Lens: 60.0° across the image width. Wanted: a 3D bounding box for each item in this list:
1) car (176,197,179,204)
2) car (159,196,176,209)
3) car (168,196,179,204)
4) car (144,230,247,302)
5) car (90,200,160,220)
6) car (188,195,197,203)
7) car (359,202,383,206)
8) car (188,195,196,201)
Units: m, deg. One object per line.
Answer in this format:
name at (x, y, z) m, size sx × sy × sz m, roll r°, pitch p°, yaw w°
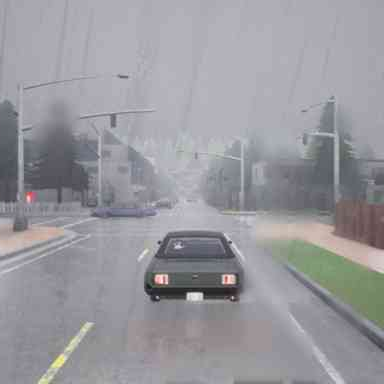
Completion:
car at (-3.578, 1.492, 54.062) m, size 1.837 × 1.490 × 4.892 m, roll 0°, pitch 0°, yaw 0°
car at (-3.585, 1.467, 44.101) m, size 1.882 × 1.535 × 5.008 m, roll 0°, pitch 0°, yaw 0°
car at (-3.543, 1.549, 64.125) m, size 1.994 × 1.385 × 4.181 m, roll 0°, pitch 0°, yaw 0°
car at (0.070, 1.599, 8.225) m, size 1.895 × 1.301 × 4.718 m, roll 0°, pitch 0°, yaw 0°
car at (-5.560, 1.545, 27.602) m, size 5.357 × 1.411 × 2.033 m, roll 0°, pitch 0°, yaw -3°
car at (0.018, 1.578, 71.456) m, size 1.895 × 1.301 × 4.718 m, roll 0°, pitch 0°, yaw 0°
car at (15.304, 1.574, 29.288) m, size 4.718 × 1.301 × 1.895 m, roll 0°, pitch 0°, yaw -8°
car at (0.017, 1.459, 81.492) m, size 1.882 × 1.535 × 5.008 m, roll 0°, pitch 0°, yaw 0°
